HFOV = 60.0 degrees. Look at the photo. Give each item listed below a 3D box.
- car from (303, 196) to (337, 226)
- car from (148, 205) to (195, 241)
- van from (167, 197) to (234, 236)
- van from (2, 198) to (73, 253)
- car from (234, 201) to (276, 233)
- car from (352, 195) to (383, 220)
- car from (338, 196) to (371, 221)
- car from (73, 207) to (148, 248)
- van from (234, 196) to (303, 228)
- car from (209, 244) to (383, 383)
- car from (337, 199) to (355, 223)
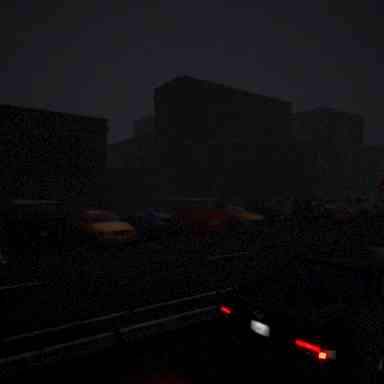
[{"bbox_3d":[6.808,1.290,23.524,2.435,2.045,5.566,0,0,-36],"label":"car"},{"bbox_3d":[-2.148,1.557,17.084,2.002,1.452,4.674,0,0,-36],"label":"car"},{"bbox_3d":[0.026,1.296,18.784,1.878,1.987,4.442,0,0,-36],"label":"van"},{"bbox_3d":[-6.705,1.281,13.974,1.878,1.987,4.442,0,0,-36],"label":"van"},{"bbox_3d":[2.334,1.528,20.297,2.097,1.535,5.008,0,0,-36],"label":"car"},{"bbox_3d":[13.540,1.306,28.336,2.435,2.045,5.566,0,0,-36],"label":"car"},{"bbox_3d":[11.394,1.427,26.805,2.185,1.767,4.553,0,0,-36],"label":"car"},{"bbox_3d":[-4.285,1.509,15.332,1.946,1.575,5.366,0,0,-36],"label":"car"},{"bbox_3d":[4.648,1.309,21.802,1.878,1.987,4.442,0,0,-36],"label":"van"},{"bbox_3d":[2.789,1.552,5.124,5.357,1.411,2.033,0,0,-36],"label":"car"},{"bbox_3d":[9.172,1.547,25.172,2.097,1.535,5.008,0,0,-36],"label":"car"}]
